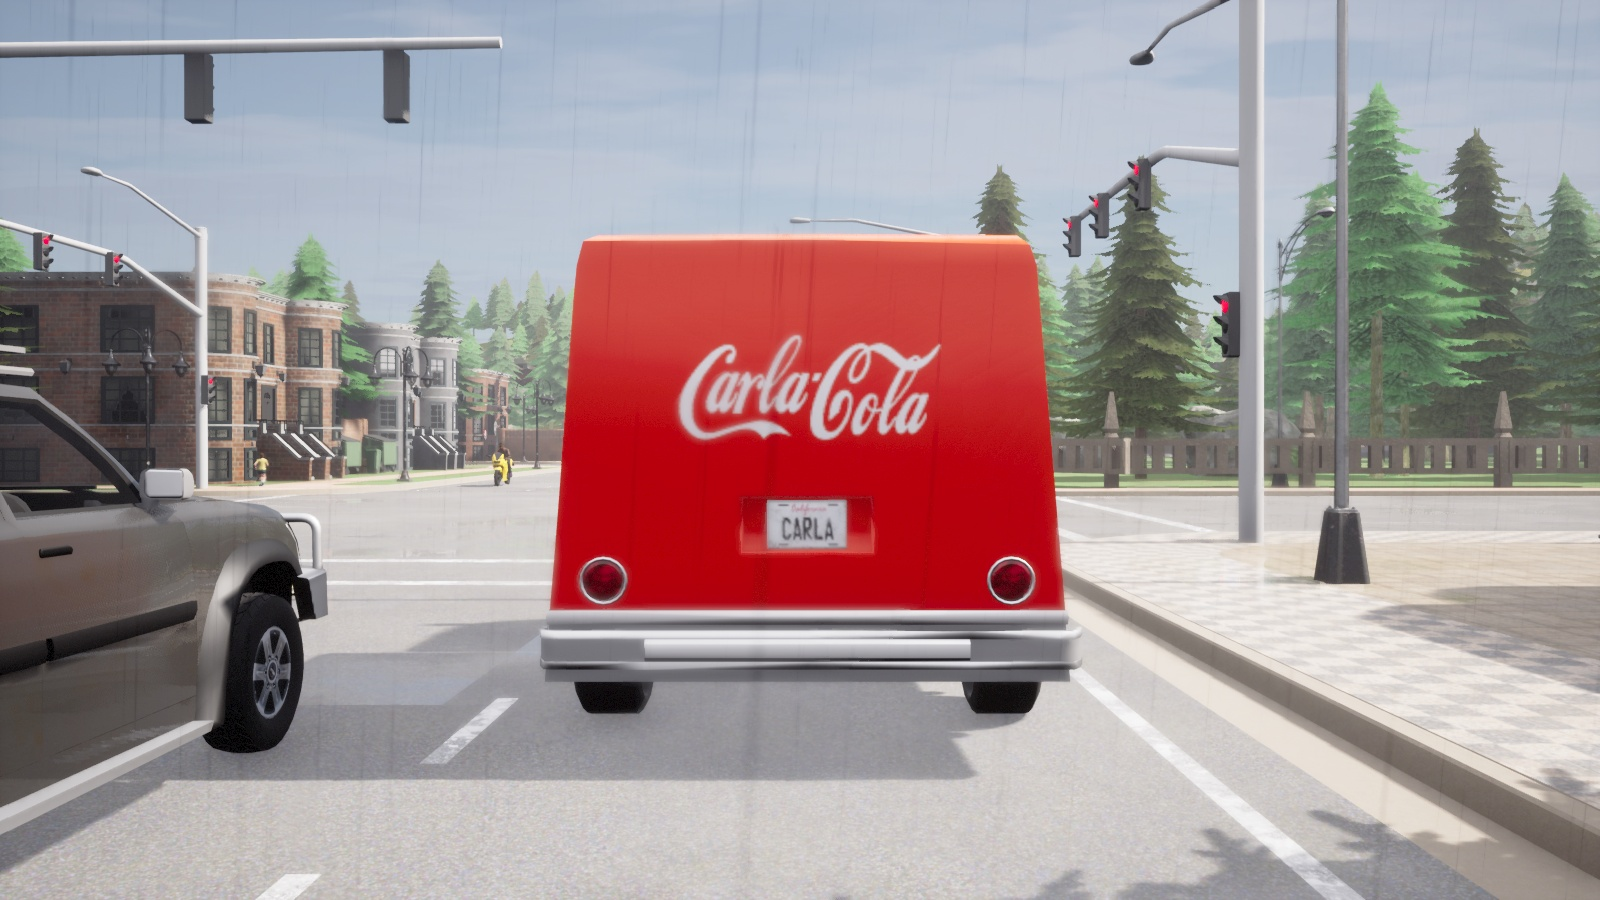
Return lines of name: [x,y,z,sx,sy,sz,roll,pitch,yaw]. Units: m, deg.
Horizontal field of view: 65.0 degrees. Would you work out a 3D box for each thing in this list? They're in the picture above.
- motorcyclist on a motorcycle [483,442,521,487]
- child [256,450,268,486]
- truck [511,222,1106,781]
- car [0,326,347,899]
motorcyclist on a motorcycle: [-10.318,0.474,43.537,0.797,1.523,2.044,0,0,0]
child: [-16.807,0.550,39.231,0.255,1.110,0.394,0,0,-9]
truck: [0.046,0.214,8.158,2.627,2.467,5.204,0,0,0]
car: [-3.469,0.534,4.594,1.932,1.855,4.605,0,0,0]
